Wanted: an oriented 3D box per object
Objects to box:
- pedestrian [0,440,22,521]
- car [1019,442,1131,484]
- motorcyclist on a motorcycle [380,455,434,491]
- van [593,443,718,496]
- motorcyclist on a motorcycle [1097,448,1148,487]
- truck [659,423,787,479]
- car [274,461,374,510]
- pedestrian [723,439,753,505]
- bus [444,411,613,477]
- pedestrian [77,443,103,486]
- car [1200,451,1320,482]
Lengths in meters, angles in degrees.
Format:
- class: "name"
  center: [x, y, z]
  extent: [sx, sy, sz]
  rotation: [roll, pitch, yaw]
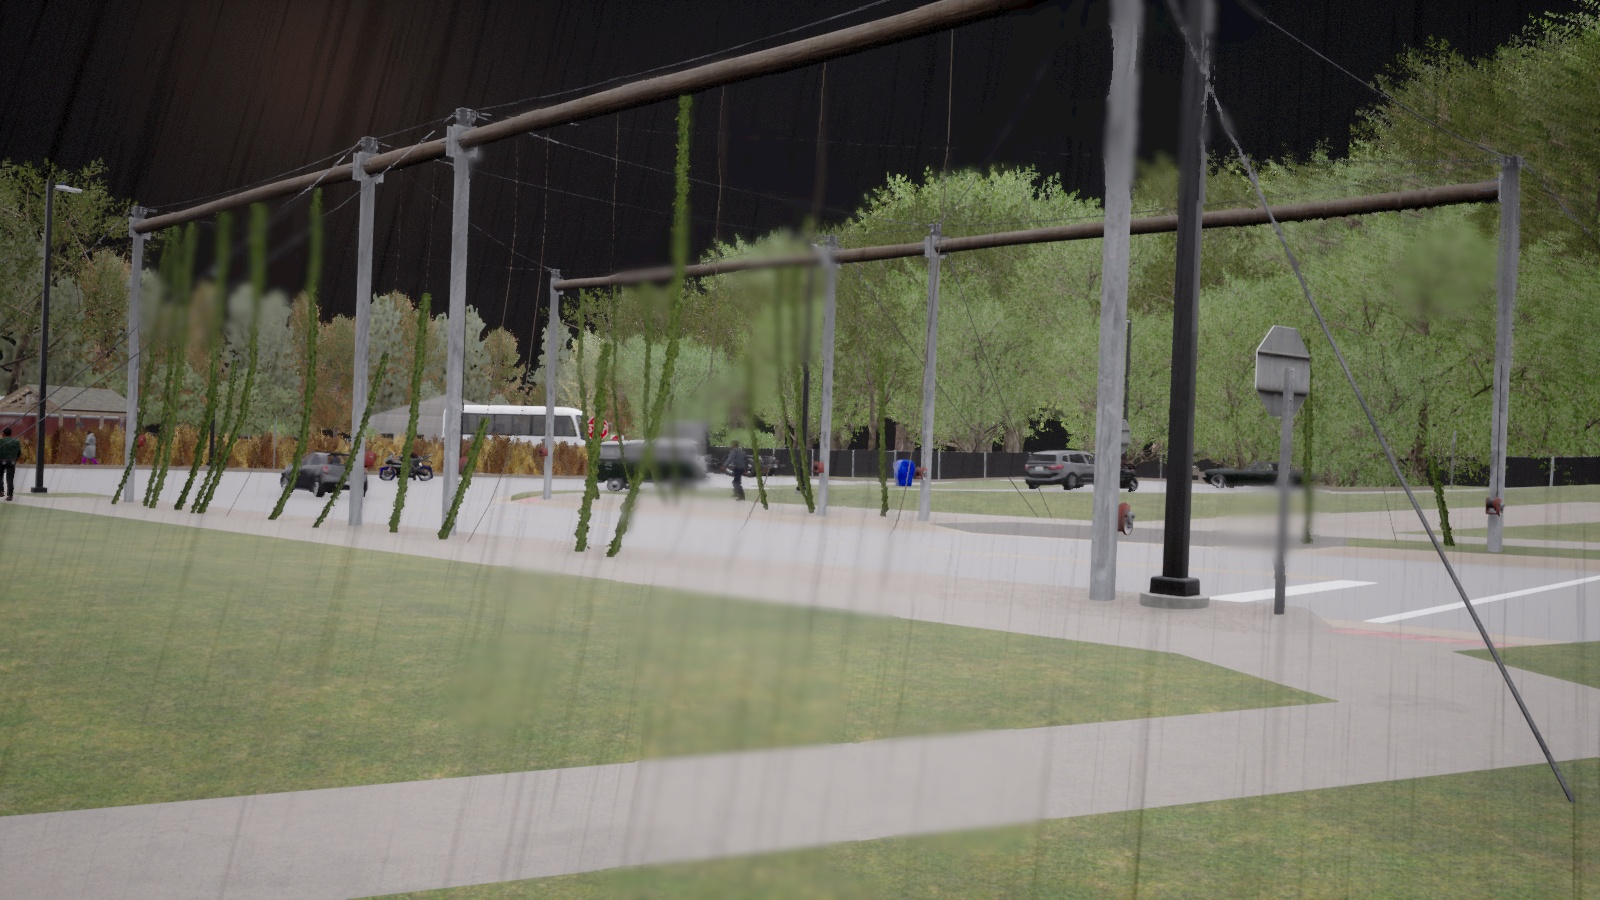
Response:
- class: "pedestrian"
  center: [-19.508, 0.735, 30.877]
  extent: [0.788, 1.949, 0.423]
  rotation: [1, 0, 44]
- class: "car"
  center: [11.797, 0.526, 53.752]
  extent: [4.611, 1.667, 2.242]
  rotation: [-1, 0, -38]
- class: "motorcyclist on a motorcycle"
  center: [-16.925, 0.985, 54.115]
  extent: [2.191, 1.530, 0.866]
  rotation: [0, 1, -21]
- class: "van"
  center: [-5.617, 0.755, 48.965]
  extent: [4.442, 1.987, 1.775]
  rotation: [-1, 1, 16]
- class: "motorcyclist on a motorcycle"
  center: [12.834, 0.671, 49.932]
  extent: [2.044, 1.523, 0.797]
  rotation: [0, 0, -34]
- class: "truck"
  center: [-5.011, 0.034, 81.235]
  extent: [7.936, 3.462, 2.891]
  rotation: [0, 1, 28]
- class: "car"
  center: [-16.187, 1.169, 42.621]
  extent: [1.845, 1.501, 3.633]
  rotation: [1, 1, -45]
- class: "pedestrian"
  center: [-1.844, 0.652, 37.468]
  extent: [0.788, 1.949, 0.423]
  rotation: [1, 0, 42]
- class: "bus"
  center: [-18.067, -0.405, 83.862]
  extent: [10.273, 4.253, 3.944]
  rotation: [0, 0, 10]
- class: "pedestrian"
  center: [-33.154, 0.667, 58.635]
  extent: [0.873, 1.952, 0.659]
  rotation: [1, 0, -14]
- class: "car"
  center: [20.766, 0.725, 56.768]
  extent: [4.718, 1.301, 1.895]
  rotation: [1, 1, 38]
